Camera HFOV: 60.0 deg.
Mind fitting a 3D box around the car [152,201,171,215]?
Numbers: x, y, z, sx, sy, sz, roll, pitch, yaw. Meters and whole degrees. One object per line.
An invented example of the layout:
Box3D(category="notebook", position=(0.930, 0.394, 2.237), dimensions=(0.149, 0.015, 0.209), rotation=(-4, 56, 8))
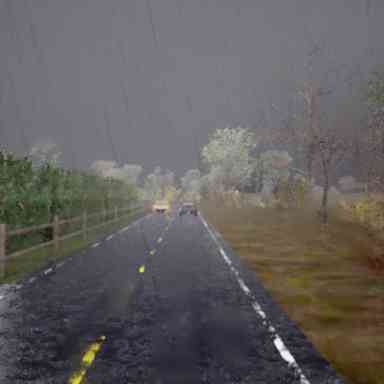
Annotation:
Box3D(category="car", position=(-3.465, 1.808, 38.365), dimensions=(1.882, 1.535, 5.008), rotation=(0, 0, -2))

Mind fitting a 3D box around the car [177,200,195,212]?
Box3D(category="car", position=(-0.881, 1.927, 45.709), dimensions=(2.033, 1.411, 5.357), rotation=(0, 0, -5))

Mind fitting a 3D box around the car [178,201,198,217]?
Box3D(category="car", position=(-0.394, 1.811, 35.516), dimensions=(1.837, 1.490, 4.892), rotation=(0, 0, -1))
